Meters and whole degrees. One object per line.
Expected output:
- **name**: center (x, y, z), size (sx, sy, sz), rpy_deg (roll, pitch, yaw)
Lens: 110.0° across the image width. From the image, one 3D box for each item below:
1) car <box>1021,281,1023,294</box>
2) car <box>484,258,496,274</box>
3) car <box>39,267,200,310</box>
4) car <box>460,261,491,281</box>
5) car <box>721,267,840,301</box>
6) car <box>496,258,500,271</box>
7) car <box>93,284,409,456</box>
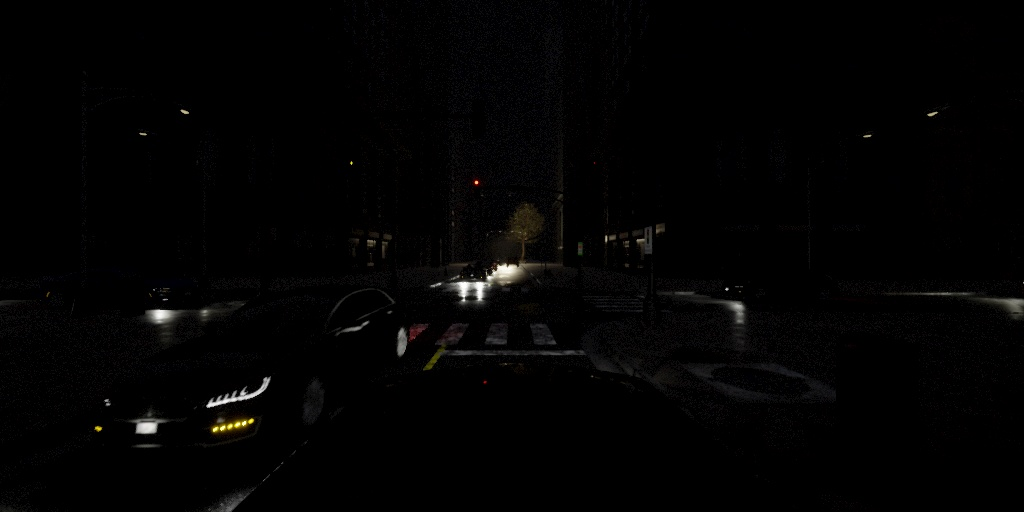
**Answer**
- **car**: center (27.441, 1.314, 16.962), size (5.008, 1.535, 1.882), rpy_deg (0, 0, 0)
- **car**: center (-3.077, 1.232, 38.654), size (1.882, 1.535, 5.008), rpy_deg (0, 0, 0)
- **car**: center (-14.903, 1.177, 13.799), size (5.008, 1.535, 1.882), rpy_deg (0, 0, 2)
- **car**: center (-3.082, 1.314, 29.584), size (1.994, 1.385, 4.181), rpy_deg (0, 0, 0)
- **car**: center (12.590, 1.294, 16.984), size (4.892, 1.490, 1.837), rpy_deg (-1, 0, 0)
- **car**: center (-3.060, 1.116, 48.300), size (2.097, 1.767, 4.553), rpy_deg (0, 0, 0)
- **car**: center (-3.100, 1.255, 5.568), size (1.837, 1.490, 4.892), rpy_deg (-1, 0, 3)
